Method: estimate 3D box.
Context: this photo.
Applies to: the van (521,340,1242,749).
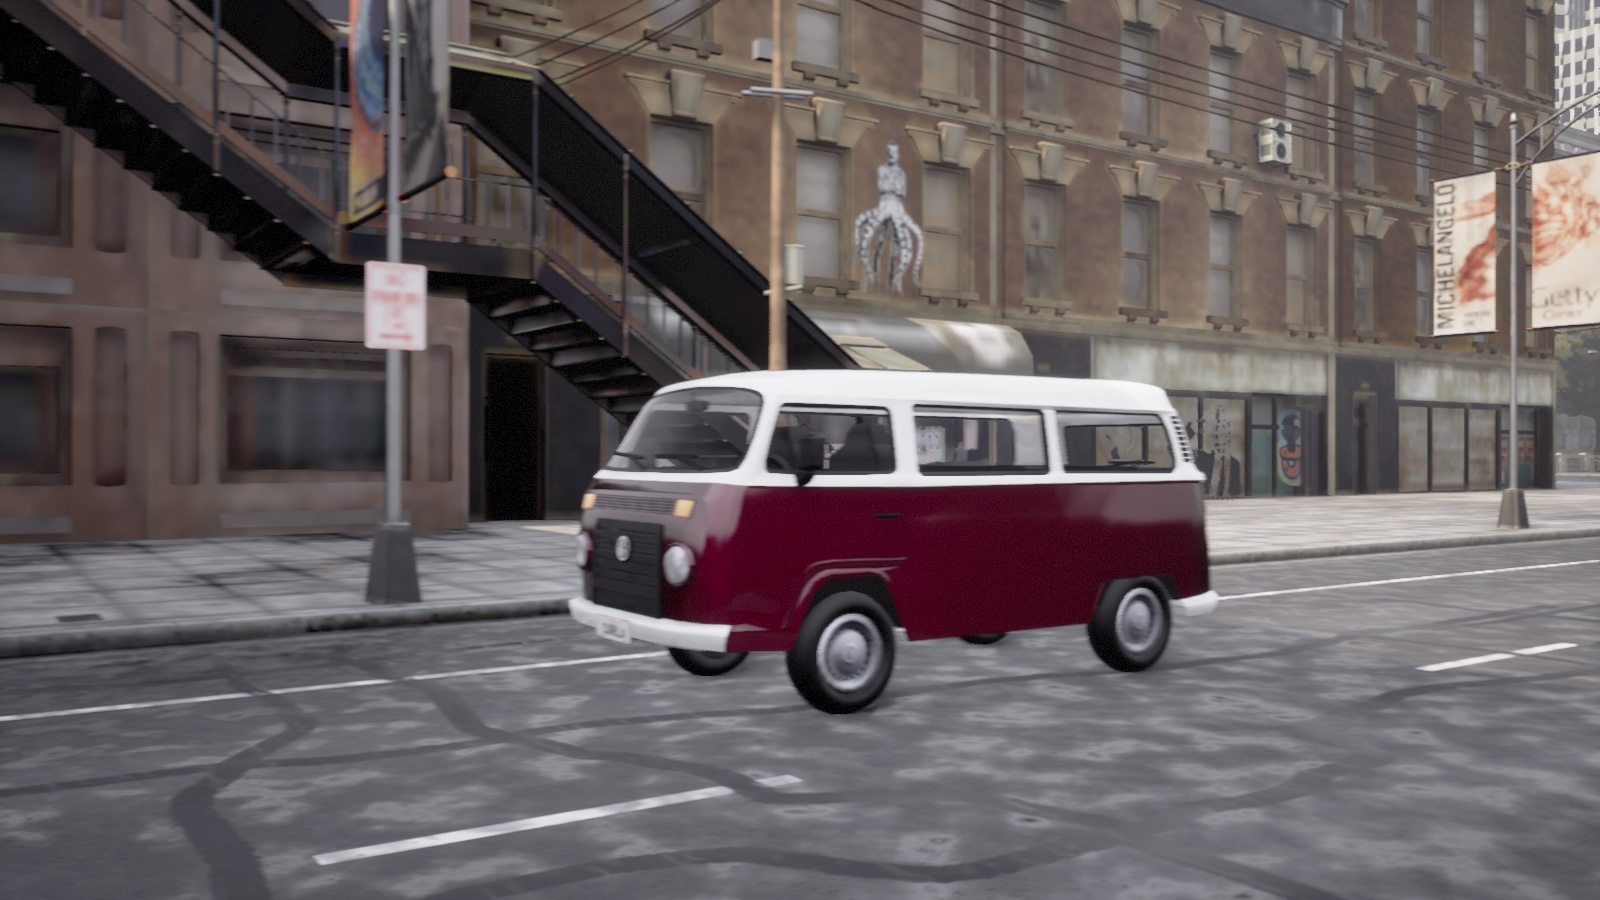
[{"bbox_3d":[0.666,0.486,8.382,4.480,2.038,2.069,0,0,-35],"label":"van"}]
